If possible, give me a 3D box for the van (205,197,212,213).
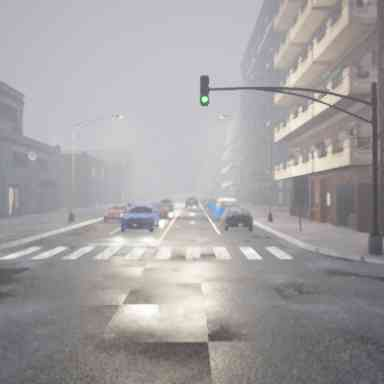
[{"bbox_3d":[2.700,1.418,37.379,1.690,1.788,3.998,1,0,0],"label":"van"}]

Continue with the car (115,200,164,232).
[{"bbox_3d":[-3.094,1.522,20.606,1.882,1.535,5.008,0,0,0],"label":"car"}]

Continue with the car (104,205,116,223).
[{"bbox_3d":[-5.683,1.637,26.180,1.802,1.307,4.206,1,0,0],"label":"car"}]

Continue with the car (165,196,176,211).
[{"bbox_3d":[-3.085,1.586,40.103,1.837,1.490,4.892,0,0,1],"label":"car"}]

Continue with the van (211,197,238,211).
[{"bbox_3d":[2.701,1.397,26.216,1.690,1.788,3.998,1,0,0],"label":"van"}]

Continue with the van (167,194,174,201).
[{"bbox_3d":[-5.686,1.475,87.563,1.690,1.788,3.998,1,0,0],"label":"van"}]

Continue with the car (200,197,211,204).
[{"bbox_3d":[2.693,1.681,65.282,1.947,1.339,4.313,1,0,0],"label":"car"}]

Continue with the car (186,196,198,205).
[{"bbox_3d":[-0.010,1.602,60.544,2.128,1.511,4.902,0,0,0],"label":"car"}]

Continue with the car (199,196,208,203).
[{"bbox_3d":[2.692,1.670,76.444,1.887,1.381,4.507,1,0,0],"label":"car"}]

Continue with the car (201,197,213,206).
[{"bbox_3d":[2.694,1.675,59.701,1.947,1.339,4.313,1,0,0],"label":"car"}]

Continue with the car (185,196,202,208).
[{"bbox_3d":[-0.007,1.449,50.508,2.097,1.767,4.553,0,0,0],"label":"car"}]

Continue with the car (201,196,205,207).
[{"bbox_3d":[2.695,1.620,48.709,1.752,1.417,4.829,1,0,0],"label":"car"}]

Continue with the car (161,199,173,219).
[{"bbox_3d":[-3.088,1.626,29.844,1.994,1.385,4.181,0,0,1],"label":"car"}]

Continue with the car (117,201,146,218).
[{"bbox_3d":[-5.683,1.611,31.760,1.887,1.381,4.507,1,0,0],"label":"car"}]

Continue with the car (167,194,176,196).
[{"bbox_3d":[-5.689,1.695,81.982,1.947,1.339,4.313,1,0,0],"label":"car"}]

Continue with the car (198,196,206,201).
[{"bbox_3d":[2.690,1.685,87.606,2.008,1.369,4.403,1,0,0],"label":"car"}]

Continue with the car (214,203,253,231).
[{"bbox_3d":[2.699,1.596,20.637,2.008,1.369,4.403,1,0,0],"label":"car"}]
